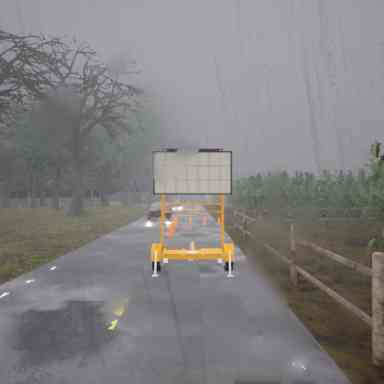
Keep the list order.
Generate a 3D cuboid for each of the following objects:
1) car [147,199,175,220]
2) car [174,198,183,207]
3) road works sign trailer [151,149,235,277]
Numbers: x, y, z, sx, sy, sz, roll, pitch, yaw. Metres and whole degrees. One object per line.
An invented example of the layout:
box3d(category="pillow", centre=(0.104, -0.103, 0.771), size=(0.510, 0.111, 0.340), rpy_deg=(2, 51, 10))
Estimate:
box3d(category="car", centre=(-2.783, 1.583, 29.440), size=(1.882, 1.535, 5.008), rpy_deg=(0, 0, 0))
box3d(category="car", centre=(-2.617, 1.818, 58.430), size=(2.128, 1.511, 4.902), rpy_deg=(0, -1, 0))
box3d(category="road works sign trailer", centre=(0.023, 0.478, 10.272), size=(2.380, 3.560, 2.880), rpy_deg=(0, 0, 0))
